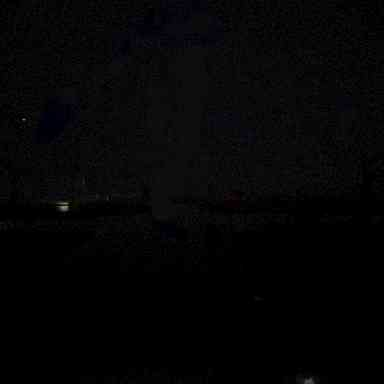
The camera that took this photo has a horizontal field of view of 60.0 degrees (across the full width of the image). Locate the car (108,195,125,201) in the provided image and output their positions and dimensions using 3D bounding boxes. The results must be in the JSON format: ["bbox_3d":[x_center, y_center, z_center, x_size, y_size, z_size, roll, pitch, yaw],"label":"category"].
[{"bbox_3d":[-17.779,1.360,78.031,4.718,1.301,1.895,-1,1,42],"label":"car"}]

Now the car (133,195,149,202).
[{"bbox_3d":[-10.884,1.267,70.187,1.882,1.535,5.008,-1,1,-37],"label":"car"}]
